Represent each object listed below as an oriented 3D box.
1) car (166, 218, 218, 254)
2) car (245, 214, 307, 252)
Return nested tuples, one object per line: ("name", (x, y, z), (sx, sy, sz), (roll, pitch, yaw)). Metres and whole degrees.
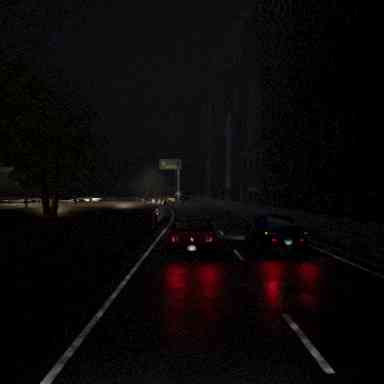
("car", (0.003, 1.734, 14.099), (1.895, 1.301, 4.718), (0, 0, 0))
("car", (3.504, 1.662, 14.372), (1.812, 1.442, 4.674), (0, 0, 0))
